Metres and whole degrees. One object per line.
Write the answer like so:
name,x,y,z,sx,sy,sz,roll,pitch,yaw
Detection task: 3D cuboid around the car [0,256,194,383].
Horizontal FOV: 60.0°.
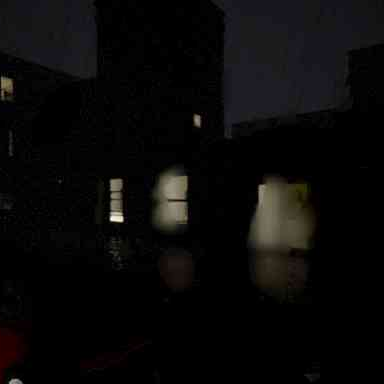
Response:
car,-2.086,1.541,4.377,4.507,1.381,1.887,0,0,35

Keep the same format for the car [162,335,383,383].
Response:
car,2.166,1.567,1.338,4.313,1.339,1.947,0,0,35
